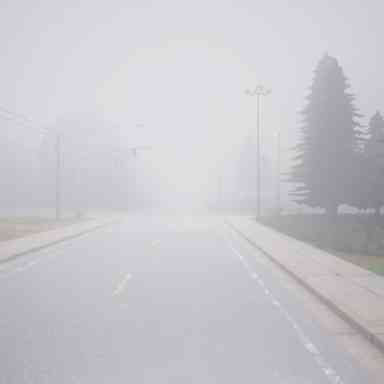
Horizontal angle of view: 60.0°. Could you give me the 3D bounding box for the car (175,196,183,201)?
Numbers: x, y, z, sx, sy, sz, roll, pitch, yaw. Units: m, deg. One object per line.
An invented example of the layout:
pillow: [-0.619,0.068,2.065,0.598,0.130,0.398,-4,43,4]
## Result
car: [-3.479,1.847,91.436,2.150,2.045,5.566,0,-1,0]
